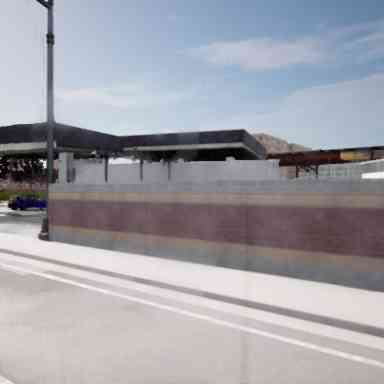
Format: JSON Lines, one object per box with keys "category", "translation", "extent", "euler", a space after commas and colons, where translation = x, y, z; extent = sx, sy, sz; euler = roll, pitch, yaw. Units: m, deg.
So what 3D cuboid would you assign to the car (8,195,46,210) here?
{"category": "car", "translation": [-17.868, 1.141, 37.151], "extent": [2.242, 1.667, 4.611], "euler": [0, 0, 37]}
